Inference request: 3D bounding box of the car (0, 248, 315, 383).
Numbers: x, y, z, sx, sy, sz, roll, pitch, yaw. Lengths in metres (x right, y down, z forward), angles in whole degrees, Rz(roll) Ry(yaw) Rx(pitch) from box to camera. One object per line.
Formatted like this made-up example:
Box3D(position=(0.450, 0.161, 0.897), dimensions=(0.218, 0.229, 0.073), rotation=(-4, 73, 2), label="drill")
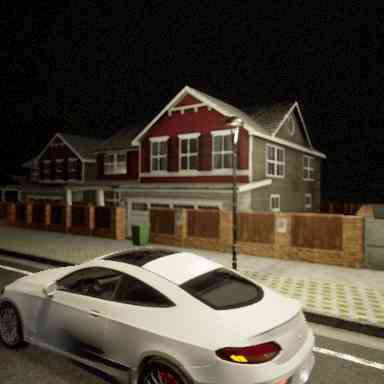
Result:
Box3D(position=(-0.800, 1.520, 4.536), dimensions=(4.674, 1.442, 1.812), rotation=(0, 0, 35), label="car")
